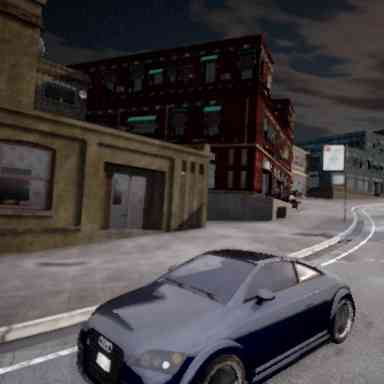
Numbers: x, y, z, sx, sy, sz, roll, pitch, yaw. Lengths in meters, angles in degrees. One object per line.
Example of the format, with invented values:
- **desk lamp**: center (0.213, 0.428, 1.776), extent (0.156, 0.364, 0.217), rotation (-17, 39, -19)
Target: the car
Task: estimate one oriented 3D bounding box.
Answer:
- **car**: center (0.590, 1.575, 4.762), extent (4.181, 1.385, 1.994), rotation (0, 0, -41)
